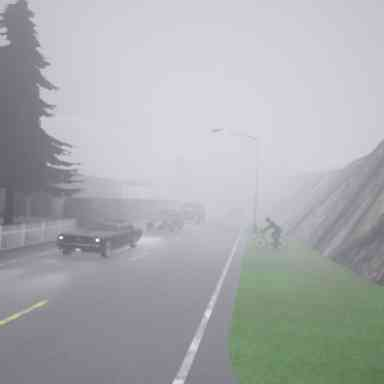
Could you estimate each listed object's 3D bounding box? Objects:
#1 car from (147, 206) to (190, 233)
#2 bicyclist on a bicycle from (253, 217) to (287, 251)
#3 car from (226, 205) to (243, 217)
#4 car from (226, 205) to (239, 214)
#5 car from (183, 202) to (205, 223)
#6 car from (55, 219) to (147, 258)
[{"bbox_3d":[-1.881,2.037,24.293,2.128,1.511,4.902,2,-1,11],"label":"car"},{"bbox_3d":[3.880,2.072,16.421,1.656,1.620,0.582,2,-1,10],"label":"bicyclist on a bicycle"},{"bbox_3d":[6.992,3.064,52.268,2.033,1.411,5.357,2,-1,10],"label":"car"},{"bbox_3d":[7.853,3.292,64.492,1.882,1.535,5.008,2,-1,0],"label":"car"},{"bbox_3d":[0.018,2.064,34.469,2.150,2.045,5.566,2,-1,11],"label":"car"},{"bbox_3d":[-3.742,1.854,14.233,1.895,1.301,4.718,2,-1,11],"label":"car"}]
